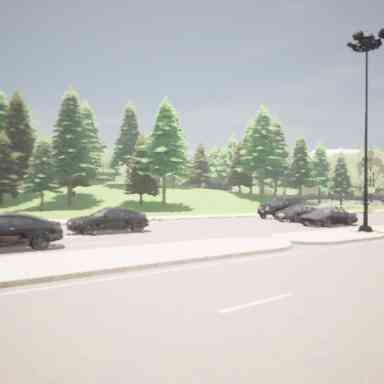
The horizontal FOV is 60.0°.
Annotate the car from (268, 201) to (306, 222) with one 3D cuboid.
[{"bbox_3d":[9.262,1.826,28.490,4.902,1.511,2.128,1,-1,-34],"label":"car"}]

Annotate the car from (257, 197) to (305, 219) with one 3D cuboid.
[{"bbox_3d":[8.835,1.494,32.321,5.566,2.045,2.150,1,-1,-34],"label":"car"}]

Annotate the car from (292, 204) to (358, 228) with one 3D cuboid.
[{"bbox_3d":[10.260,1.866,24.945,5.357,1.411,2.033,1,-1,-34],"label":"car"}]

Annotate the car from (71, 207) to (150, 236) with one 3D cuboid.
[{"bbox_3d":[-4.676,1.619,18.993,4.674,1.442,1.812,1,-1,-35],"label":"car"}]

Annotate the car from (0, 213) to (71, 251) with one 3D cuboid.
[{"bbox_3d":[-7.407,1.538,12.795,4.674,1.442,1.812,1,0,-35],"label":"car"}]
